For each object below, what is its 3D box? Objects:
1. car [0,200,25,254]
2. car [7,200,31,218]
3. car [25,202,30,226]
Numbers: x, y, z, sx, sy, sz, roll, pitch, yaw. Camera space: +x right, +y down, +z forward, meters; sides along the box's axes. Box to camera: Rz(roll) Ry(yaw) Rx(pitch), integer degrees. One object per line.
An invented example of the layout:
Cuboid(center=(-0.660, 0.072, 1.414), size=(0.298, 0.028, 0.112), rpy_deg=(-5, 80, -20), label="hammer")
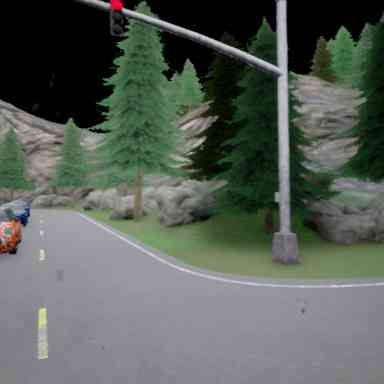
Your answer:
Cuboid(center=(-7.981, 1.413, 13.129), size=(2.097, 1.767, 4.553), rpy_deg=(-1, 0, -24), label="car")
Cuboid(center=(-17.128, 1.585, 32.768), size=(1.882, 1.535, 5.008), rpy_deg=(-1, 0, -30), label="car")
Cuboid(center=(-12.705, 1.562, 23.568), size=(1.882, 1.535, 5.008), rpy_deg=(-1, 0, -24), label="car")
